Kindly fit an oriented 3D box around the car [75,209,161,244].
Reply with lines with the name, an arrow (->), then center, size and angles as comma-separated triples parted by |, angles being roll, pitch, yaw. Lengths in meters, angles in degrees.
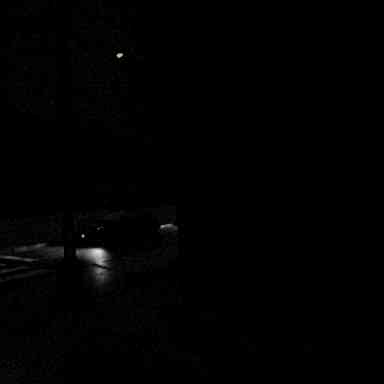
car -> -3.422, 1.576, 16.276 | 1.812, 1.442, 4.674 | -4, -1, 34
